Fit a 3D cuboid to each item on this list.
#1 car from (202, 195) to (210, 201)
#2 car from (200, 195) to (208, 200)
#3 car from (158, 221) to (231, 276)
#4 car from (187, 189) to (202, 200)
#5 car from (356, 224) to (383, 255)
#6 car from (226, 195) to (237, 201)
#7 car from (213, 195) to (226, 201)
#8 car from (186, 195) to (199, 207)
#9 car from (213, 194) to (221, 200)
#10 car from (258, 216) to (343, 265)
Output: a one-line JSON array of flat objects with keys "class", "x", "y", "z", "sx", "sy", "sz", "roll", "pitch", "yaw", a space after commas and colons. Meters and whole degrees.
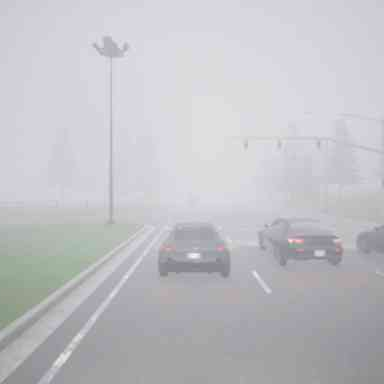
[{"class": "car", "x": 3.485, "y": 1.677, "z": 84.857, "sx": 1.994, "sy": 1.385, "sz": 4.181, "roll": 0, "pitch": 0, "yaw": 0}, {"class": "car", "x": 3.483, "y": 1.505, "z": 94.860, "sx": 2.128, "sy": 1.511, "sz": 4.902, "roll": 0, "pitch": 0, "yaw": 0}, {"class": "car", "x": 0.068, "y": 1.580, "z": 10.377, "sx": 1.994, "sy": 1.385, "sz": 4.181, "roll": 0, "pitch": 0, "yaw": 0}, {"class": "car", "x": 0.243, "y": 0.648, "z": 63.166, "sx": 2.150, "sy": 2.045, "sz": 5.566, "roll": -4, "pitch": 20, "yaw": 3}, {"class": "car", "x": 7.068, "y": 1.543, "z": 10.602, "sx": 1.812, "sy": 1.442, "sz": 4.674, "roll": 0, "pitch": 0, "yaw": 0}, {"class": "car", "x": 10.485, "y": 1.648, "z": 84.858, "sx": 1.812, "sy": 1.442, "sz": 4.674, "roll": 0, "pitch": 0, "yaw": 0}, {"class": "car", "x": 6.985, "y": 1.648, "z": 84.857, "sx": 1.812, "sy": 1.442, "sz": 4.674, "roll": 0, "pitch": 0, "yaw": 0}, {"class": "car", "x": -0.010, "y": 1.631, "z": 53.819, "sx": 2.033, "sy": 1.411, "sz": 5.357, "roll": 0, "pitch": 0, "yaw": 0}, {"class": "car", "x": 6.983, "y": 1.457, "z": 94.861, "sx": 1.882, "sy": 1.535, "sz": 5.008, "roll": 0, "pitch": 0, "yaw": 0}, {"class": "car", "x": 3.575, "y": 1.544, "z": 11.572, "sx": 1.812, "sy": 1.442, "sz": 4.674, "roll": 0, "pitch": 0, "yaw": 0}]
